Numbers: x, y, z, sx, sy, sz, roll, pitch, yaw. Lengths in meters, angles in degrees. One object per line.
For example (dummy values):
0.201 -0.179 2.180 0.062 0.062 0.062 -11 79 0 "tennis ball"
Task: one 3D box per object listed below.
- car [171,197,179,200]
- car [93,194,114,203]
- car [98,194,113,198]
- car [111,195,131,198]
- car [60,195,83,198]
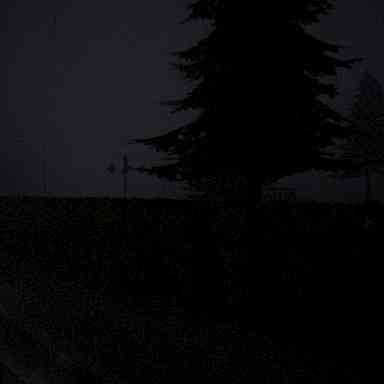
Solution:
-3.099 1.581 56.015 1.845 1.501 3.633 0 0 43 "car"
-18.853 1.381 70.635 1.905 1.878 3.866 0 0 43 "car"
-16.464 1.389 68.930 1.932 1.855 4.605 0 0 43 "car"
-10.374 1.601 52.696 1.970 1.475 3.806 0 0 43 "car"
-28.119 1.516 79.456 2.152 1.636 5.027 0 0 43 "car"
